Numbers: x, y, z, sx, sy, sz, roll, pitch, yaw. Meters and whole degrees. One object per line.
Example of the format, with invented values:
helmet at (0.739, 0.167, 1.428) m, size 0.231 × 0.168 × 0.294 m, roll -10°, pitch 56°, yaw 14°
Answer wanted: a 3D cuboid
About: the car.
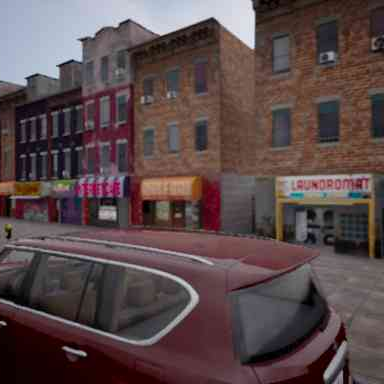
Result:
car at (-1.007, 1.303, 3.537) m, size 5.009 × 1.841 × 2.192 m, roll 0°, pitch -1°, yaw 35°
